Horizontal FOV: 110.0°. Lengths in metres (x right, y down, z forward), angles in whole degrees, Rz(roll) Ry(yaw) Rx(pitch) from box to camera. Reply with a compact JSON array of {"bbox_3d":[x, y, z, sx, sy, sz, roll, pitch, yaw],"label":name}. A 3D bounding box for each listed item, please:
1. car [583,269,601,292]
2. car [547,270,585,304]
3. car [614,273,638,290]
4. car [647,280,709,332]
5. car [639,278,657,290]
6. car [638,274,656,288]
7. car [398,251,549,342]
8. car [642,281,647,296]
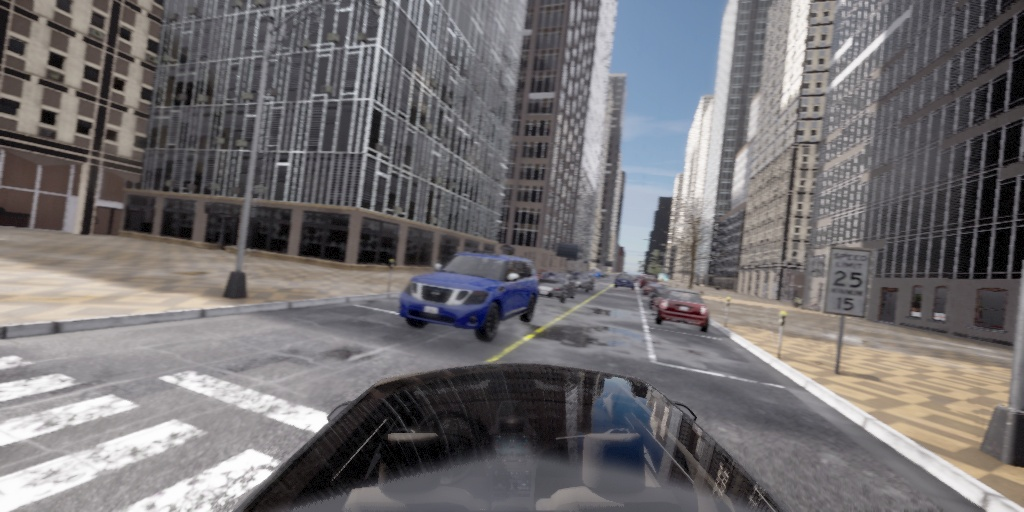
[{"bbox_3d":[5.621,2.047,29.312,2.128,1.511,4.902,7,0,19],"label":"car"},{"bbox_3d":[2.367,1.612,19.709,2.128,1.511,4.902,7,0,19],"label":"car"},{"bbox_3d":[12.809,2.814,40.644,2.097,1.767,4.553,7,0,19],"label":"car"},{"bbox_3d":[7.042,2.092,15.443,1.967,1.591,4.097,0,0,19],"label":"car"},{"bbox_3d":[12.380,2.950,31.636,1.802,1.307,4.207,0,0,19],"label":"car"},{"bbox_3d":[16.016,3.169,42.406,2.192,1.841,5.009,0,0,19],"label":"car"},{"bbox_3d":[-0.802,0.917,10.240,2.150,2.045,5.566,7,0,19],"label":"car"},{"bbox_3d":[8.807,2.455,20.846,1.948,1.339,4.313,0,0,19],"label":"car"}]
